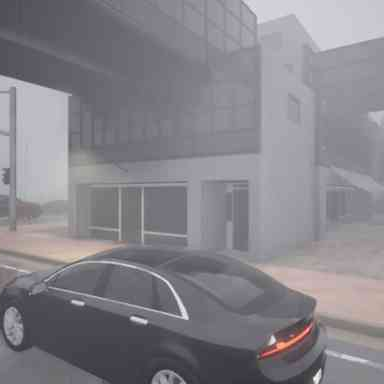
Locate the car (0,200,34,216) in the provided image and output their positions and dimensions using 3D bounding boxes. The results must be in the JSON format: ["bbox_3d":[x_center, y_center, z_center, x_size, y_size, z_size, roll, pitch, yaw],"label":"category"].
[{"bbox_3d":[-18.344,1.556,33.145,1.994,1.385,4.181,0,0,36],"label":"car"}]

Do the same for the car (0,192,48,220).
[{"bbox_3d":[-14.638,1.215,25.920,2.150,2.045,5.566,0,0,37],"label":"car"}]

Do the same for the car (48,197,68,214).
[{"bbox_3d":[-13.966,1.497,33.197,1.837,1.490,4.892,0,0,36],"label":"car"}]

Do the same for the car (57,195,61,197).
[{"bbox_3d":[-29.471,1.348,72.196,3.905,1.438,1.784,0,0,35],"label":"car"}]

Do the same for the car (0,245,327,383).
[{"bbox_3d":[-0.788,1.504,4.555,4.892,1.490,1.837,0,0,36],"label":"car"}]

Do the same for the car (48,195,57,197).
[{"bbox_3d":[-31.200,1.137,69.870,4.605,1.855,1.932,0,0,35],"label":"car"}]
